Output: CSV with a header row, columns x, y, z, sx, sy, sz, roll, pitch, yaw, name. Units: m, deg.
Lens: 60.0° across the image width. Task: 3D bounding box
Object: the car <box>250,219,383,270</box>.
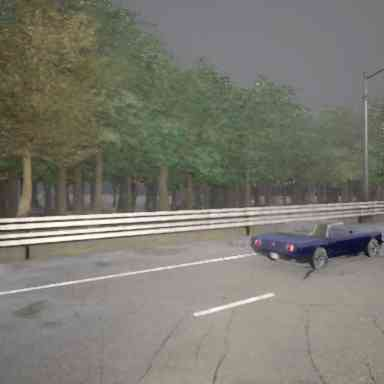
x,y,z,sx,sy,sz,roll,pitch,yaw,name
4.237,1.546,10.863,4.718,1.301,1.895,0,0,-34,car
